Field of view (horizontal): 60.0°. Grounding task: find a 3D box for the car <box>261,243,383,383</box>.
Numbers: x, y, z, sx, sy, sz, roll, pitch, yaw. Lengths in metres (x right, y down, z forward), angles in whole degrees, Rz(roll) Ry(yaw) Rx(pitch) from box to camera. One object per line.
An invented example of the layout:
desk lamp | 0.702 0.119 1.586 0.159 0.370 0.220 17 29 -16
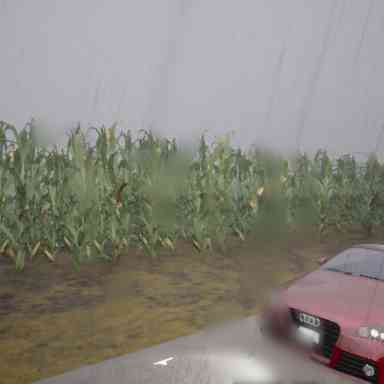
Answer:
car | 3.058 1.564 5.228 4.181 1.385 1.994 0 0 -35
